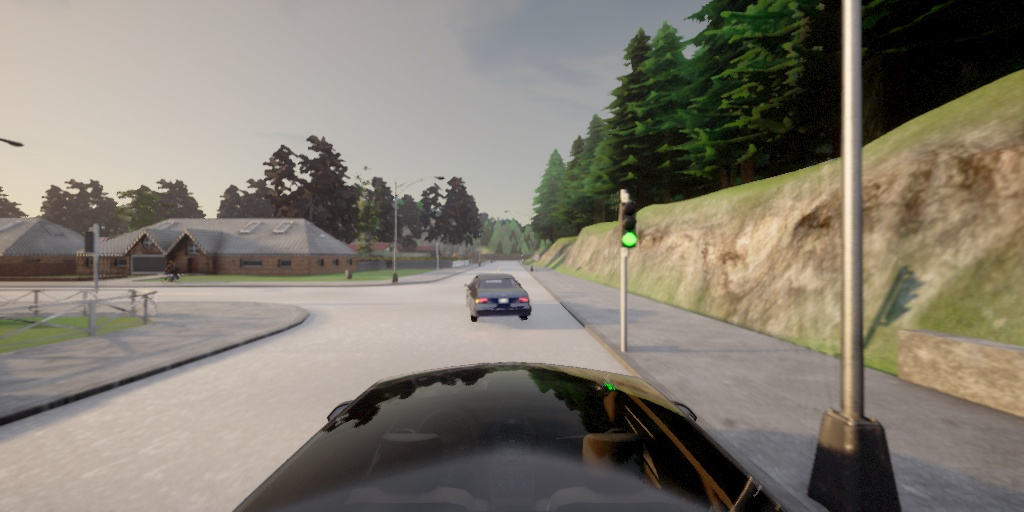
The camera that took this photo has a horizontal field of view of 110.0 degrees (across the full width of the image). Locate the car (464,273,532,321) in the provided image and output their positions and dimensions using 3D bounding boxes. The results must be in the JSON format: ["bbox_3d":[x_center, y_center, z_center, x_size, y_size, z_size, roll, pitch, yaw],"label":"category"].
[{"bbox_3d":[-0.655,1.317,12.632,2.033,1.411,5.357,0,0,-9],"label":"car"}]

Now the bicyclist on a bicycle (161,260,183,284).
[{"bbox_3d":[-24.179,1.141,25.493,0.582,1.620,1.656,0,0,0],"label":"bicyclist on a bicycle"}]
